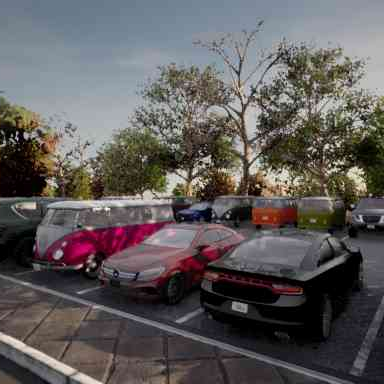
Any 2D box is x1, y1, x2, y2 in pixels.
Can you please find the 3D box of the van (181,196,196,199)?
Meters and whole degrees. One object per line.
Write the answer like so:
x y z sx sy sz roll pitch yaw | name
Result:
-1.474 1.278 25.236 1.878 1.987 4.442 -1 -1 36 | van

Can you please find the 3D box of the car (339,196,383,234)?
9.723 1.225 17.324 2.435 2.045 5.566 0 0 36 | car

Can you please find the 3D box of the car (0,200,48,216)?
-19.423 1.789 38.228 2.231 1.521 4.892 -1 -1 36 | car

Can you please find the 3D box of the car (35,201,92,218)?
-12.768 1.683 33.462 2.097 1.535 5.008 -1 -1 36 | car

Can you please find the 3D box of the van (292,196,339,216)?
7.555 1.241 19.055 1.878 1.987 4.442 0 0 36 | van

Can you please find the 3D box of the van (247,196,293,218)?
5.405 1.233 20.595 1.878 1.987 4.442 0 0 36 | van

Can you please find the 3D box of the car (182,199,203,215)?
0.851 1.468 23.720 2.097 1.535 5.008 -1 -1 36 | car

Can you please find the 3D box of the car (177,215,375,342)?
2.113 1.478 6.714 2.097 1.535 5.008 0 0 36 | car

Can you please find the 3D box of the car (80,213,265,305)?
-0.139 1.509 8.337 2.002 1.452 4.674 0 0 36 | car

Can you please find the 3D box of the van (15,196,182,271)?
-2.465 1.234 9.856 1.878 1.987 4.442 0 0 36 | van

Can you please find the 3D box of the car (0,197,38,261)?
-4.638 1.200 11.591 2.435 2.045 5.566 0 0 36 | car

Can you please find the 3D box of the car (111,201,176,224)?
-3.762 1.536 26.791 1.946 1.575 5.366 -1 -1 36 | car

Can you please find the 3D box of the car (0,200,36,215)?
-21.776 1.823 39.694 1.946 1.575 5.366 -1 -1 36 | car

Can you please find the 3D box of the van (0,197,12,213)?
-26.204 1.696 43.238 1.878 1.987 4.442 -1 -1 36 | van

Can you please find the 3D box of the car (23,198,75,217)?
-14.935 1.591 34.982 2.185 1.767 4.553 -1 -1 36 | car

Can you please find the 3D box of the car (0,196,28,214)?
-23.906 1.616 41.481 2.435 2.045 5.566 -1 -1 36 | car

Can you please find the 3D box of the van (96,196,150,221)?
-5.841 1.349 28.651 1.878 1.987 4.442 -1 -1 36 | van

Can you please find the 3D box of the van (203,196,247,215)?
2.909 1.224 22.096 1.878 1.987 4.442 0 0 36 | van

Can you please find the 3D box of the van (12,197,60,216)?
-17.101 1.527 36.716 1.878 1.987 4.442 -1 -1 36 | van
